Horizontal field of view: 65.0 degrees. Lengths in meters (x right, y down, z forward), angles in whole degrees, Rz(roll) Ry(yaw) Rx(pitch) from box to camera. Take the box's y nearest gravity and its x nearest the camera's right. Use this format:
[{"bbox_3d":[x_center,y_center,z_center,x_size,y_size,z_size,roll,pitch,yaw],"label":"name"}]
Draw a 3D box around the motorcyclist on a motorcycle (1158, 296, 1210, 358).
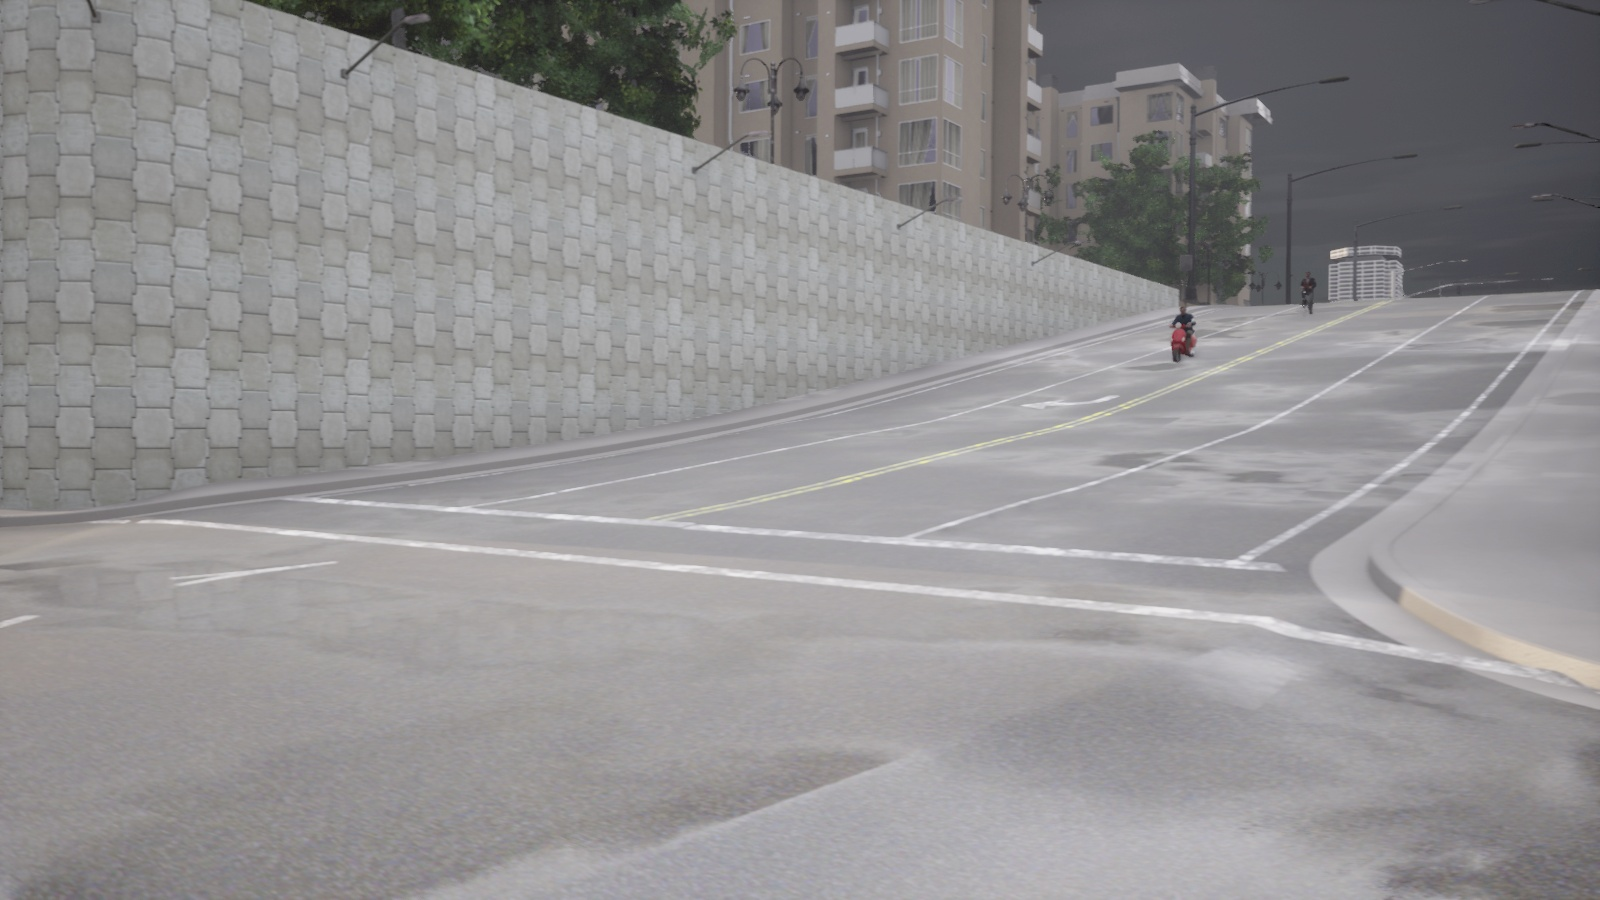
[{"bbox_3d":[11.341,-3.638,37.036,0.866,1.590,1.817,0,10,35],"label":"motorcyclist on a motorcycle"}]
